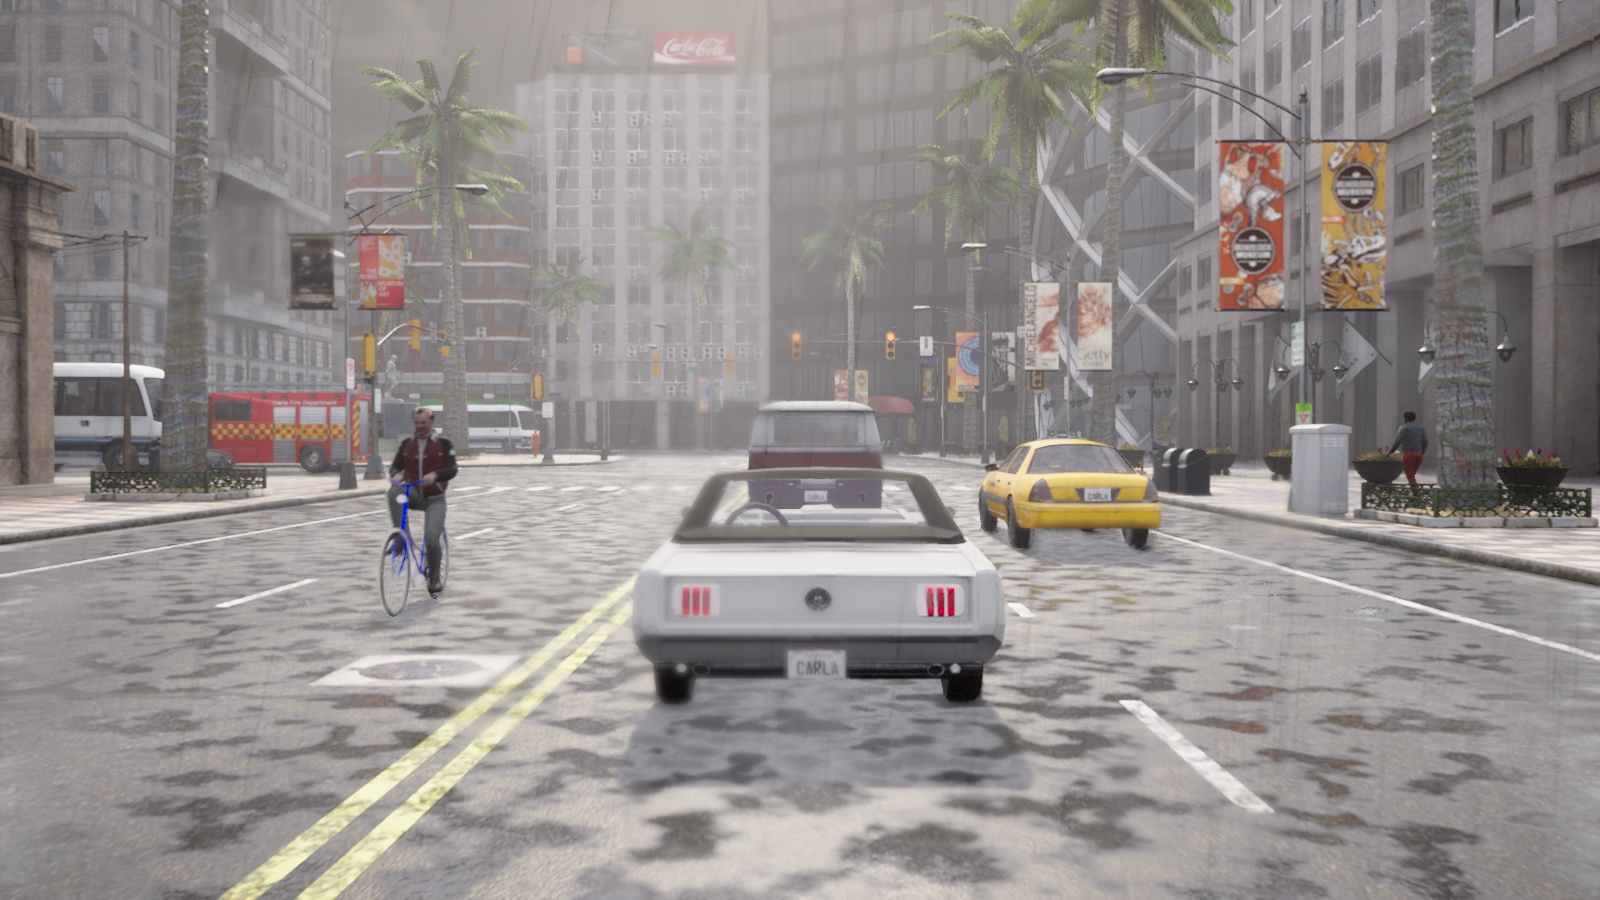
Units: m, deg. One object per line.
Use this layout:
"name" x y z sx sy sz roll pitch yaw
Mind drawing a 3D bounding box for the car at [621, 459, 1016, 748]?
"car" 0.119 0.755 8.398 1.895 1.301 4.718 0 1 1

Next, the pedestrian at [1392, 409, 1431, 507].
"pedestrian" 11.663 0.152 23.960 0.353 1.847 0.614 0 1 -9

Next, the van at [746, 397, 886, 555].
"van" 0.226 0.303 18.075 1.775 1.987 4.442 0 1 1

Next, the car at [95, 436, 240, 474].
"car" -25.248 0.187 50.249 4.892 1.490 1.837 0 1 1

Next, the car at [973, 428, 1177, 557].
"car" 3.727 0.492 18.037 1.801 1.575 5.366 0 1 1

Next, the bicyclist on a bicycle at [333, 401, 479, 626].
"bicyclist on a bicycle" -3.351 0.496 10.850 0.659 1.776 1.843 0 0 1

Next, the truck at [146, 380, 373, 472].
"truck" -22.976 -1.018 53.699 8.468 3.827 2.891 0 1 0

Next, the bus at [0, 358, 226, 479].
"bus" -27.414 -1.158 46.730 10.273 4.253 3.944 1 1 0
